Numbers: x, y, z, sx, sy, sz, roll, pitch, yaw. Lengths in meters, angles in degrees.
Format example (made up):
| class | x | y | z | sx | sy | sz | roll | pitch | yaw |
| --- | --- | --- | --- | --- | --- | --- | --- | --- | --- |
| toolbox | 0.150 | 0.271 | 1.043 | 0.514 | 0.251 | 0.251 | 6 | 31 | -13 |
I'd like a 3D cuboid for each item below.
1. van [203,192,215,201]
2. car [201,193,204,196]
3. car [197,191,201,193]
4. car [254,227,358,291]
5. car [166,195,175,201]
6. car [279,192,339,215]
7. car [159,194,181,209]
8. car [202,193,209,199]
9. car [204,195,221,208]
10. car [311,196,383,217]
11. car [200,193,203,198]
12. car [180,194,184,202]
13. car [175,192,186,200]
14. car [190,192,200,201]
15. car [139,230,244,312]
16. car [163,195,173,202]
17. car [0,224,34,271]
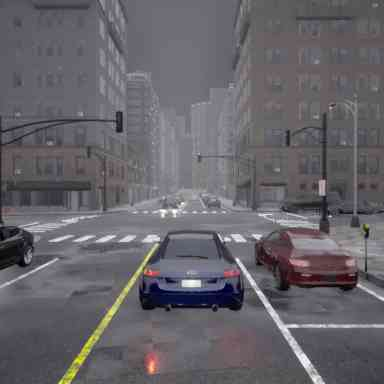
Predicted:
| class | x | y | z | sx | sy | sz | roll | pitch | yaw |
| --- | --- | --- | --- | --- | --- | --- | --- | --- | --- |
| van | 3.081 | 1.250 | 51.480 | 1.690 | 1.788 | 3.998 | 0 | 0 | 0 |
| car | 3.227 | 1.425 | 68.138 | 1.802 | 1.307 | 4.206 | 0 | 0 | 0 |
| car | 0.601 | 1.088 | 84.368 | 2.128 | 1.511 | 4.902 | 0 | 0 | 0 |
| car | 2.759 | 1.580 | 8.720 | 1.802 | 1.307 | 4.206 | 0 | 0 | 0 |
| car | -5.203 | 1.349 | 79.322 | 1.802 | 1.307 | 4.206 | 0 | 0 | 0 |
| car | 11.088 | 1.012 | 31.225 | 5.566 | 2.045 | 2.150 | -1 | 0 | 0 |
| car | -2.838 | 1.437 | 43.904 | 1.837 | 1.490 | 4.892 | 0 | 0 | 2 |
| car | 3.816 | 1.144 | 93.078 | 1.882 | 1.535 | 5.008 | 0 | 0 | 0 |
| car | 3.034 | 1.508 | 45.929 | 1.802 | 1.307 | 4.206 | 0 | 0 | 0 |
| car | 13.253 | 1.324 | 27.971 | 5.357 | 1.411 | 2.033 | -1 | 0 | 0 |
| car | 3.274 | 1.389 | 73.694 | 1.802 | 1.307 | 4.206 | 0 | 0 | 0 |
| car | -2.744 | 1.424 | 54.897 | 1.812 | 1.442 | 4.674 | 0 | 0 | 1 |
| car | -2.532 | 1.330 | 69.186 | 2.128 | 1.511 | 4.902 | 0 | 0 | 1 |
| car | 0.516 | 1.319 | 74.368 | 1.812 | 1.442 | 4.674 | 0 | 0 | 0 |
| car | 0.002 | 1.562 | 7.799 | 1.994 | 1.385 | 4.181 | 0 | 0 | 0 |
| car | -5.251 | 1.357 | 73.770 | 2.008 | 1.369 | 4.403 | 0 | 0 | 0 |
| car | -5.766 | 1.564 | 8.722 | 1.947 | 1.339 | 4.313 | 0 | 0 | 0 |
